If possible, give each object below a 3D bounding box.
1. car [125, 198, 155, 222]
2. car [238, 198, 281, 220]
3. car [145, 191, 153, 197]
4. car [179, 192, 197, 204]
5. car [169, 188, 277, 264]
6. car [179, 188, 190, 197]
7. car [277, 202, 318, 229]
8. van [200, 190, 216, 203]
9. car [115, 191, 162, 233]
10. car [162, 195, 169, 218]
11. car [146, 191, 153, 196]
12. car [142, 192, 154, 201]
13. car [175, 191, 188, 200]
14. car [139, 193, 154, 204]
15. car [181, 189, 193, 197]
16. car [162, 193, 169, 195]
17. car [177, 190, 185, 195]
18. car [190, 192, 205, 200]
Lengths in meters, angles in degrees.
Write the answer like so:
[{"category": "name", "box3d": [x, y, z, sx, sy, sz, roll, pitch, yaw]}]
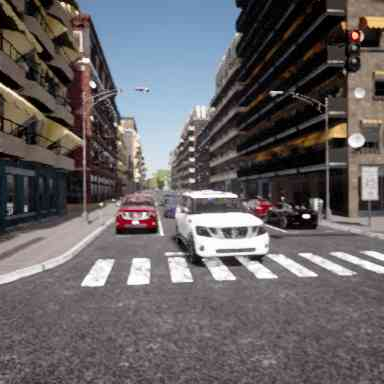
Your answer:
[{"category": "car", "box3d": [-3.527, 1.191, 23.228, 1.887, 1.381, 4.507, 0, 1, -7]}, {"category": "car", "box3d": [4.800, 1.156, 24.173, 1.802, 1.307, 4.206, 0, 1, -7]}, {"category": "car", "box3d": [-10.073, 0.394, 78.548, 1.887, 1.381, 4.507, 0, 1, -7]}, {"category": "car", "box3d": [-0.641, 0.753, 47.161, 2.128, 1.511, 4.902, -1, 1, -7]}, {"category": "car", "box3d": [0.699, 1.025, 11.633, 2.150, 2.045, 5.566, -1, 1, -10]}, {"category": "car", "box3d": [-1.745, 0.092, 79.488, 2.192, 1.841, 5.009, 0, 1, -7]}, {"category": "car", "box3d": [5.454, 1.220, 18.641, 1.947, 1.339, 4.313, 0, 1, -7]}, {"category": "van", "box3d": [2.182, 0.596, 46.298, 1.690, 1.788, 3.998, 0, 1, -7]}, {"category": "car", "box3d": [-2.870, 1.041, 17.693, 2.192, 1.841, 5.009, 0, 1, -7]}, {"category": "car", "box3d": [-1.138, 1.163, 25.145, 1.994, 1.385, 4.181, 0, 1, -6]}, {"category": "car", "box3d": [-10.728, 0.352, 84.080, 1.802, 1.307, 4.206, 0, 1, -7]}, {"category": "car", "box3d": [-7.455, 0.733, 56.420, 1.947, 1.339, 4.313, 0, 1, -7]}, {"category": "car", "box3d": [-1.861, 0.638, 57.471, 1.812, 1.442, 4.674, -1, 1, -7]}, {"category": "car", "box3d": [-6.145, 0.893, 45.356, 1.947, 1.339, 4.313, 0, 1, -7]}, {"category": "car", "box3d": [-1.090, 0.171, 73.957, 2.192, 1.841, 5.009, 0, 1, -7]}, {"category": "car", "box3d": [-2.835, 0.896, 39.695, 1.837, 1.490, 4.892, -1, 1, -6]}, {"category": "car", "box3d": [-3.075, 0.142, 90.723, 1.752, 1.417, 4.829, 0, 1, -7]}, {"category": "car", "box3d": [0.872, 0.640, 57.364, 1.887, 1.381, 4.507, 0, 1, -7]}]
